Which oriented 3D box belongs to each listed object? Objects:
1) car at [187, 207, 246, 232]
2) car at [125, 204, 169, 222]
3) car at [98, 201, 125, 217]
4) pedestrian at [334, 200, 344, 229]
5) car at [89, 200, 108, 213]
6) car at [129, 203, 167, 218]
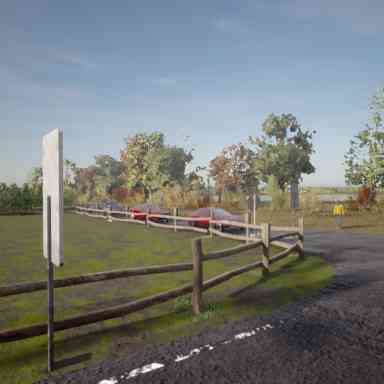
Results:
[{"bbox_3d":[1.456,1.757,21.850,1.812,1.442,4.674,-1,0,-35],"label":"car"},{"bbox_3d":[-3.821,1.837,29.537,1.882,1.535,5.008,-1,0,-34],"label":"car"},{"bbox_3d":[-8.772,2.047,37.359,1.994,1.385,4.181,-1,0,-29],"label":"car"},{"bbox_3d":[9.266,1.412,21.093,0.375,1.860,0.375,-2,1,-35],"label":"pedestrian"},{"bbox_3d":[-13.279,2.171,46.316,1.994,1.385,4.181,-1,0,-22],"label":"car"},{"bbox_3d":[-4.889,1.967,36.249,2.033,1.411,5.357,-1,0,-32],"label":"car"}]
